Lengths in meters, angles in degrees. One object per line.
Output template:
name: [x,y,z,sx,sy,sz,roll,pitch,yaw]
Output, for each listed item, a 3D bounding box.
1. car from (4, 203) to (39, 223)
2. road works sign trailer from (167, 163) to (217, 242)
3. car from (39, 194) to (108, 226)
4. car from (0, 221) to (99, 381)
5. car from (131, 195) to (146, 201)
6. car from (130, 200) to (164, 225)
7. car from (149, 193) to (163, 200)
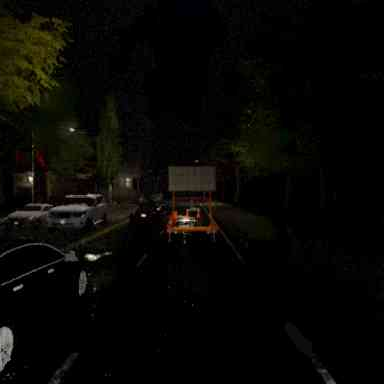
car: [-9.849,1.465,20.952,1.812,1.442,4.674,0,0,0]
road works sign trailer: [0.001,0.415,16.134,2.380,3.560,2.880,0,0,0]
car: [-6.600,1.164,19.729,2.150,2.045,5.566,0,0,0]
car: [-3.150,1.486,5.322,1.837,1.490,4.892,0,0,0]
car: [-9.794,1.318,61.267,2.097,1.767,4.553,0,0,1]
car: [-3.150,1.498,23.614,1.994,1.385,4.181,0,0,0]
car: [-6.539,1.186,61.115,2.150,2.045,5.566,0,0,1]
